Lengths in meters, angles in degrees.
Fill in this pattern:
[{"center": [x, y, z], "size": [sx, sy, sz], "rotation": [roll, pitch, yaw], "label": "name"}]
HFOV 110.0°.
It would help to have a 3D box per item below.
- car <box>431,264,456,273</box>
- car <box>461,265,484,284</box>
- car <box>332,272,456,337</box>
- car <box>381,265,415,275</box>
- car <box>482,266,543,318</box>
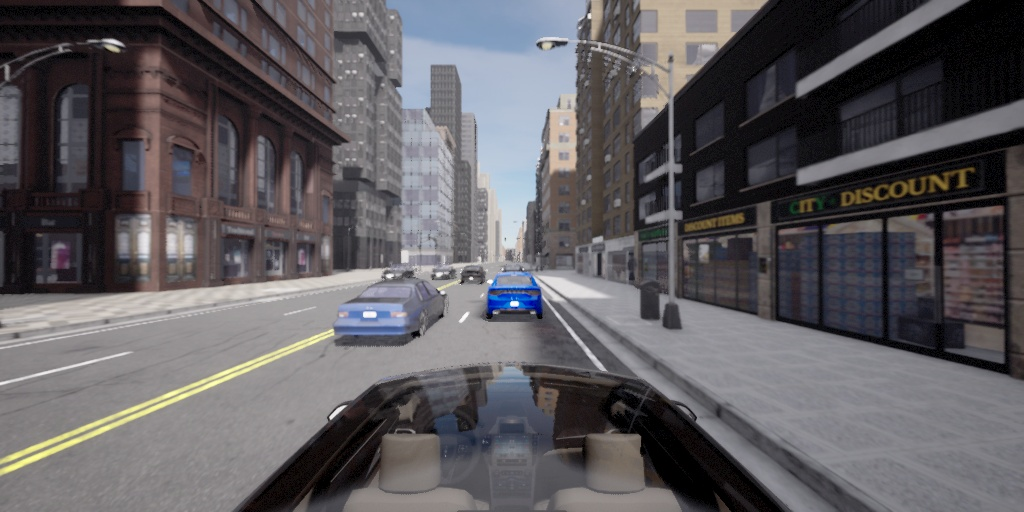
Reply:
[{"center": [-6.606, 1.564, 34.897], "size": [2.128, 1.511, 4.902], "rotation": [0, -1, 0], "label": "car"}, {"center": [-3.168, 1.530, 30.335], "size": [1.837, 1.490, 4.892], "rotation": [0, -1, 0], "label": "car"}, {"center": [-3.169, 1.379, 10.509], "size": [2.033, 1.411, 5.357], "rotation": [0, -1, 0], "label": "car"}, {"center": [-9.858, 1.528, 31.318], "size": [2.128, 1.511, 4.902], "rotation": [0, -1, 0], "label": "car"}, {"center": [0.085, 1.338, 13.590], "size": [1.882, 1.535, 5.008], "rotation": [0, 0, 0], "label": "car"}]
